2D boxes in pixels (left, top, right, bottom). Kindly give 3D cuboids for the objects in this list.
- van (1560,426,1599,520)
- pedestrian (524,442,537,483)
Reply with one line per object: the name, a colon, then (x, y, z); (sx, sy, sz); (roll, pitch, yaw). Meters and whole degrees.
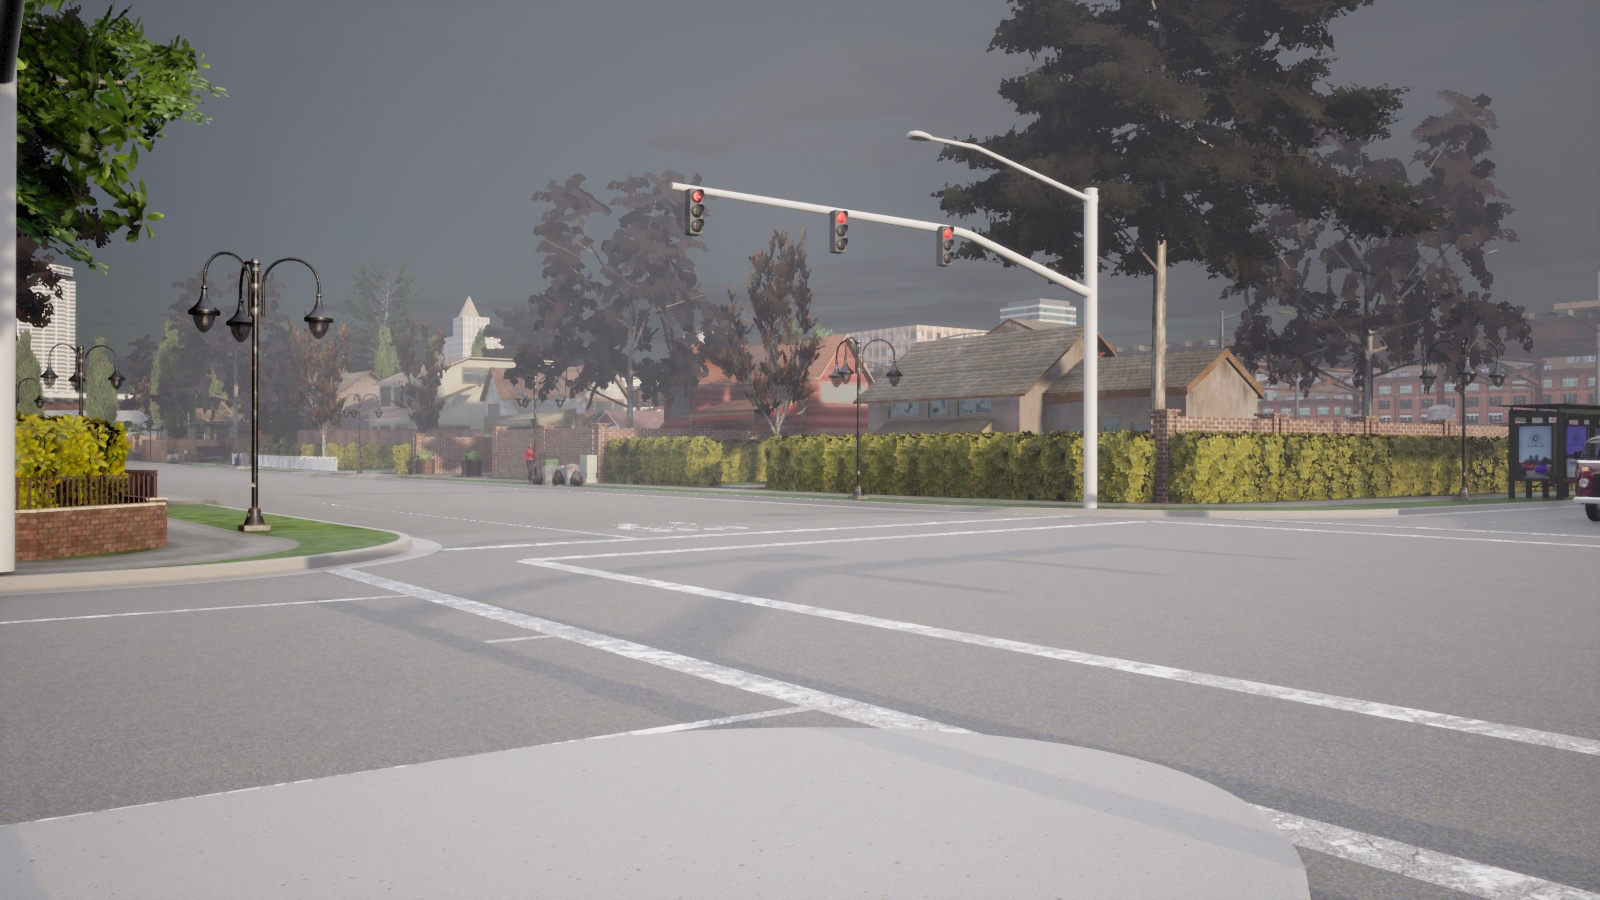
van: (19.198, 0.497, 28.227); (4.480, 2.038, 2.069); (0, 0, -37)
pedestrian: (-12.317, 0.577, 57.444); (0.331, 1.846, 0.636); (0, 0, -36)
